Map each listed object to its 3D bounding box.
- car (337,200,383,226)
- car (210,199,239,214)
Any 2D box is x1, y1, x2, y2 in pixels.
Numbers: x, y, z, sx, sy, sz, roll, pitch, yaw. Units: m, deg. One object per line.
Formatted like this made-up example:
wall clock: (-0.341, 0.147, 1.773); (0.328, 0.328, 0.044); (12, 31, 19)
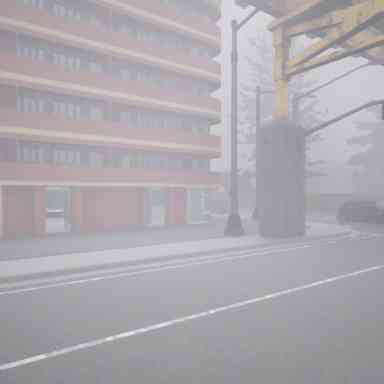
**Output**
car: (12.138, 1.351, 22.148); (2.097, 1.767, 4.553); (0, 0, -32)
car: (2.898, 1.477, 35.616); (1.882, 1.535, 5.008); (0, 0, -35)
